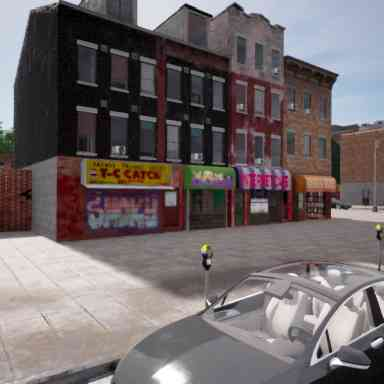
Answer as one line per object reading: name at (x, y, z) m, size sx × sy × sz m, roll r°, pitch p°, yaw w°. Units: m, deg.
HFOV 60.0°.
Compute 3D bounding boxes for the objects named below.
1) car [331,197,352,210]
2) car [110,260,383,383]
car at (16.642, 1.383, 39.968) m, size 1.837 × 1.490 × 4.892 m, roll 0°, pitch 0°, yaw -36°
car at (1.276, 1.552, 3.709) m, size 4.403 × 1.369 × 2.008 m, roll 0°, pitch 0°, yaw -35°
